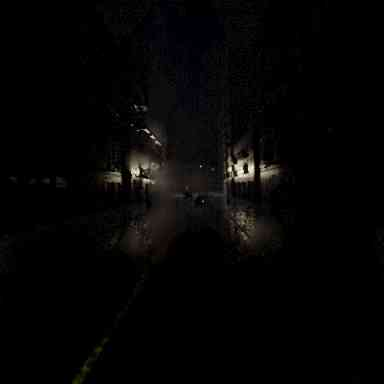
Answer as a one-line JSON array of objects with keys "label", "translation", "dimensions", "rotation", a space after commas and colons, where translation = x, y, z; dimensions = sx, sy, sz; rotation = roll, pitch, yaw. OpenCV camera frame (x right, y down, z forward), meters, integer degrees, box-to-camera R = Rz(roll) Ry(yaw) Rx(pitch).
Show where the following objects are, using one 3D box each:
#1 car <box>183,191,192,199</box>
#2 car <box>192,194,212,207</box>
[{"label": "car", "translation": [-0.858, 0.522, 69.801], "dimensions": [1.882, 1.535, 5.008], "rotation": [-2, 1, 2]}, {"label": "car", "translation": [1.315, 0.979, 39.321], "dimensions": [1.994, 1.385, 4.181], "rotation": [-2, 1, 2]}]
